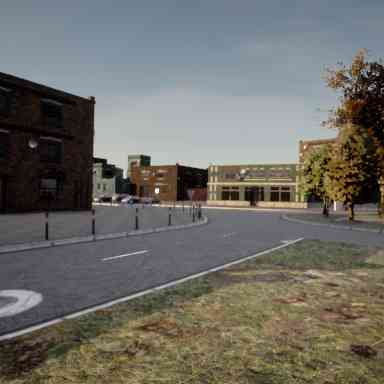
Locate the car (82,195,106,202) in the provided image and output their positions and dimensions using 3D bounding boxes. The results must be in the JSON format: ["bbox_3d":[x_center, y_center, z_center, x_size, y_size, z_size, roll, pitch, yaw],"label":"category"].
[{"bbox_3d":[-22.282,1.449,75.937,2.097,1.535,5.008,2,-1,32],"label":"car"}]

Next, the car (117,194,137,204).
[{"bbox_3d":[-12.748,1.573,69.969,2.185,1.767,4.553,1,-1,32],"label":"car"}]

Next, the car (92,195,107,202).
[{"bbox_3d":[-19.803,1.393,74.420,2.185,1.767,4.553,2,-1,32],"label":"car"}]

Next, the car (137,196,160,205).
[{"bbox_3d":[-8.188,1.825,67.016,2.163,1.488,4.792,1,-1,32],"label":"car"}]

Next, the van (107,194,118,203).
[{"bbox_3d":[-15.283,1.412,71.396,1.878,1.987,4.442,1,-1,32],"label":"van"}]
